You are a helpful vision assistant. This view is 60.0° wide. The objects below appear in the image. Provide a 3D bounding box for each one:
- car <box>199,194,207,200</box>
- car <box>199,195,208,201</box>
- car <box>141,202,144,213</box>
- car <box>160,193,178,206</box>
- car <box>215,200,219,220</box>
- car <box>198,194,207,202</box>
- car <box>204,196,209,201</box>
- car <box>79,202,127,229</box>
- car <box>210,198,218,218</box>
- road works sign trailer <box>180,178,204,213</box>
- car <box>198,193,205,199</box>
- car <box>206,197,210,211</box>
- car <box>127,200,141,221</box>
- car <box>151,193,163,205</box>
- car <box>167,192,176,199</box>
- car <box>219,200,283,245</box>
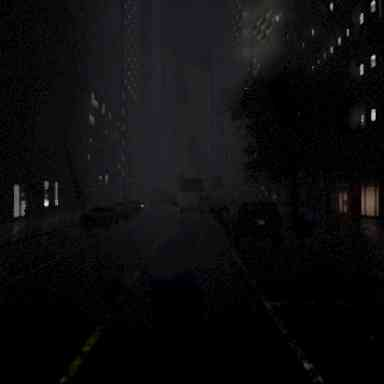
[{"bbox_3d":[2.677,1.279,83.397,1.802,1.307,4.206,1,0,0],"label":"car"},{"bbox_3d":[2.678,1.307,77.723,1.802,1.307,4.206,1,0,0],"label":"car"},{"bbox_3d":[-5.692,1.463,32.328,2.008,1.369,4.403,0,0,0],"label":"car"},{"bbox_3d":[-3.094,1.340,50.028,2.128,1.511,4.902,0,0,0],"label":"car"},{"bbox_3d":[2.690,1.472,21.144,1.752,1.417,4.829,0,0,0],"label":"car"},{"bbox_3d":[2.681,1.344,66.374,1.947,1.339,4.313,0,0,0],"label":"car"},{"bbox_3d":[2.687,1.418,38.169,1.752,1.417,4.829,0,0,0],"label":"car"},{"bbox_3d":[-5.690,1.492,20.978,1.887,1.381,4.507,0,0,0],"label":"car"},{"bbox_3d":[2.689,1.475,26.649,1.887,1.381,4.507,0,0,0],"label":"car"},{"bbox_3d":[-0.008,0.371,34.230,2.380,3.560,2.880,0,0,0],"label":"road works sign trailer"},{"bbox_3d":[2.675,1.161,94.917,1.752,1.417,4.829,1,0,0],"label":"car"},{"bbox_3d":[2.688,1.463,32.323,2.008,1.369,4.403,0,0,0],"label":"car"},{"bbox_3d":[-5.691,1.481,26.653,2.008,1.369,4.403,0,0,0],"label":"car"},{"bbox_3d":[-5.697,1.372,55.032,1.887,1.381,4.507,0,0,0],"label":"car"},{"bbox_3d":[-5.703,0.952,94.761,2.192,1.841,5.009,1,0,0],"label":"car"},{"bbox_3d":[2.693,1.277,15.300,2.192,1.841,5.009,0,0,0],"label":"car"}]
